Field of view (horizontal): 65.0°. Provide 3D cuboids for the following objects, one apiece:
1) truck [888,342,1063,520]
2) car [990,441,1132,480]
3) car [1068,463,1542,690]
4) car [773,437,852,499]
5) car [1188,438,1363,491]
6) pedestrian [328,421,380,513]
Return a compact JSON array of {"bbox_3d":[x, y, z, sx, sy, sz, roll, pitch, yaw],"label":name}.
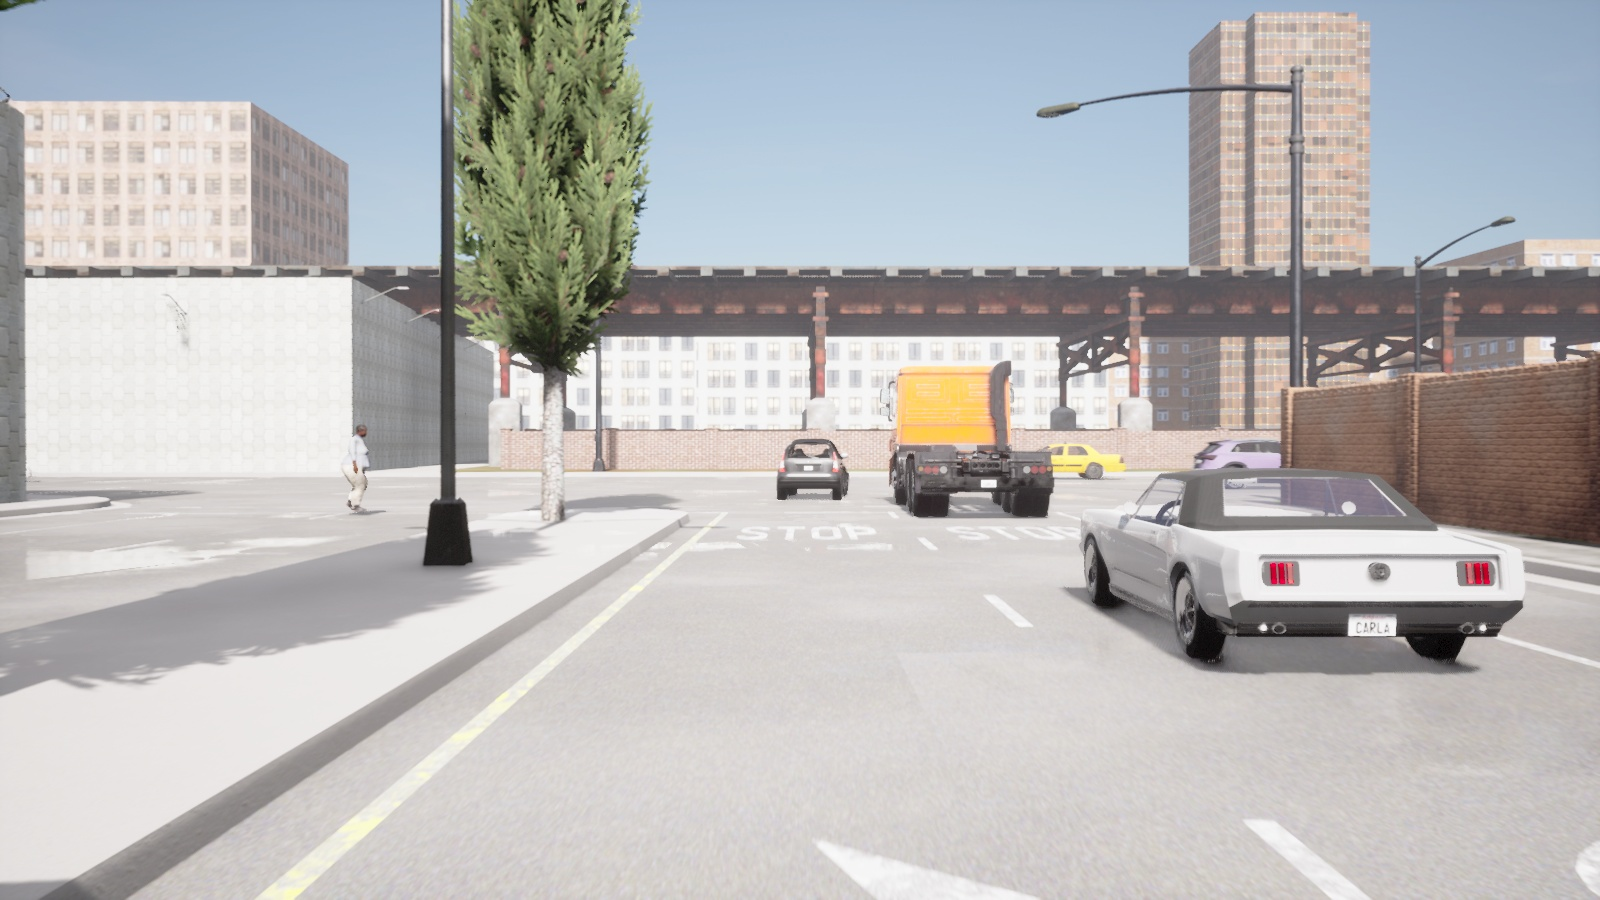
[{"bbox_3d":[3.677,-0.392,28.330,2.891,3.462,7.936,0,0,0],"label":"truck"},{"bbox_3d":[10.521,0.408,50.814,5.366,1.575,1.801,0,0,1],"label":"car"},{"bbox_3d":[3.572,0.793,9.993,1.895,1.301,4.718,0,0,0],"label":"car"},{"bbox_3d":[0.397,0.451,34.480,1.851,1.617,3.988,0,0,5],"label":"car"},{"bbox_3d":[15.160,0.459,40.263,4.856,1.649,2.033,0,0,1],"label":"car"},{"bbox_3d":[-9.134,0.339,25.726,0.900,1.855,0.874,0,0,-12],"label":"pedestrian"}]
